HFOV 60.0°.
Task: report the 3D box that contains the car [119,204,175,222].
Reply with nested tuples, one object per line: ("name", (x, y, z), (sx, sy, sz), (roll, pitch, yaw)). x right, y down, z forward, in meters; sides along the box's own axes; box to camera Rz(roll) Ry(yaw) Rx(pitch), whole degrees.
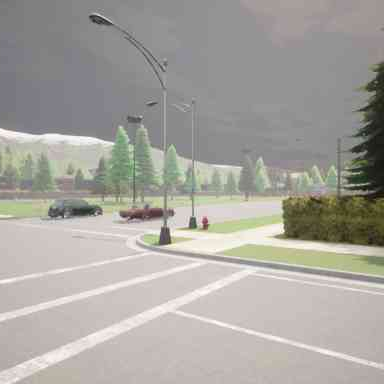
("car", (-3.433, 1.601, 26.549), (1.895, 1.301, 4.718), (0, 0, 36))

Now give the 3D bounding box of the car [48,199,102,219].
("car", (-10.139, 1.352, 29.218), (2.097, 1.767, 4.553), (0, 0, 36))
